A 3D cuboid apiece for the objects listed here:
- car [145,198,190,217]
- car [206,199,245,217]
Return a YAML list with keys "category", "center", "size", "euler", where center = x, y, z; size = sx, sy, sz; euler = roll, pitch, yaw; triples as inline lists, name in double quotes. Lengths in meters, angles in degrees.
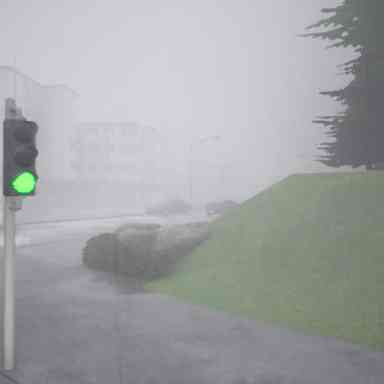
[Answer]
- category: "car"
  center: [-2.121, 1.350, 29.878]
  size: [1.837, 1.490, 4.892]
  euler: [1, 0, 36]
- category: "car"
  center: [3.076, 1.384, 29.944]
  size: [1.837, 1.490, 4.892]
  euler: [1, 0, 36]
